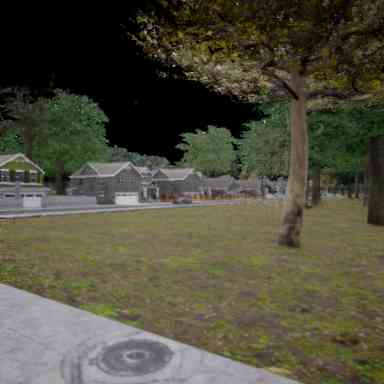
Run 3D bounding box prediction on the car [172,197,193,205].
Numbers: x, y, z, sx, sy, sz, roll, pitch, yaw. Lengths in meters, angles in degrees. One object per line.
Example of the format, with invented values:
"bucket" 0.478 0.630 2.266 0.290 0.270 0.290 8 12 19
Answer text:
"car" -1.627 1.496 58.024 1.994 1.385 4.181 0 0 35
